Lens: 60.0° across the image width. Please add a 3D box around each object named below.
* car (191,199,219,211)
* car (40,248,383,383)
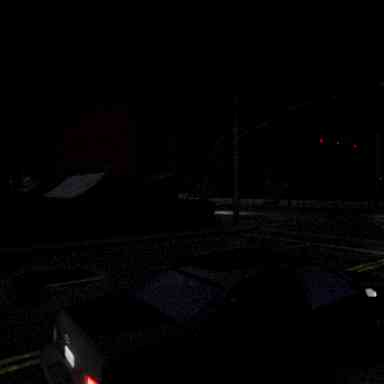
[{"bbox_3d":[0.945,1.429,37.434,1.895,1.301,4.718,-1,0,-37],"label":"car"},{"bbox_3d":[0.945,1.522,4.481,5.357,1.411,2.033,-1,0,-35],"label":"car"}]
